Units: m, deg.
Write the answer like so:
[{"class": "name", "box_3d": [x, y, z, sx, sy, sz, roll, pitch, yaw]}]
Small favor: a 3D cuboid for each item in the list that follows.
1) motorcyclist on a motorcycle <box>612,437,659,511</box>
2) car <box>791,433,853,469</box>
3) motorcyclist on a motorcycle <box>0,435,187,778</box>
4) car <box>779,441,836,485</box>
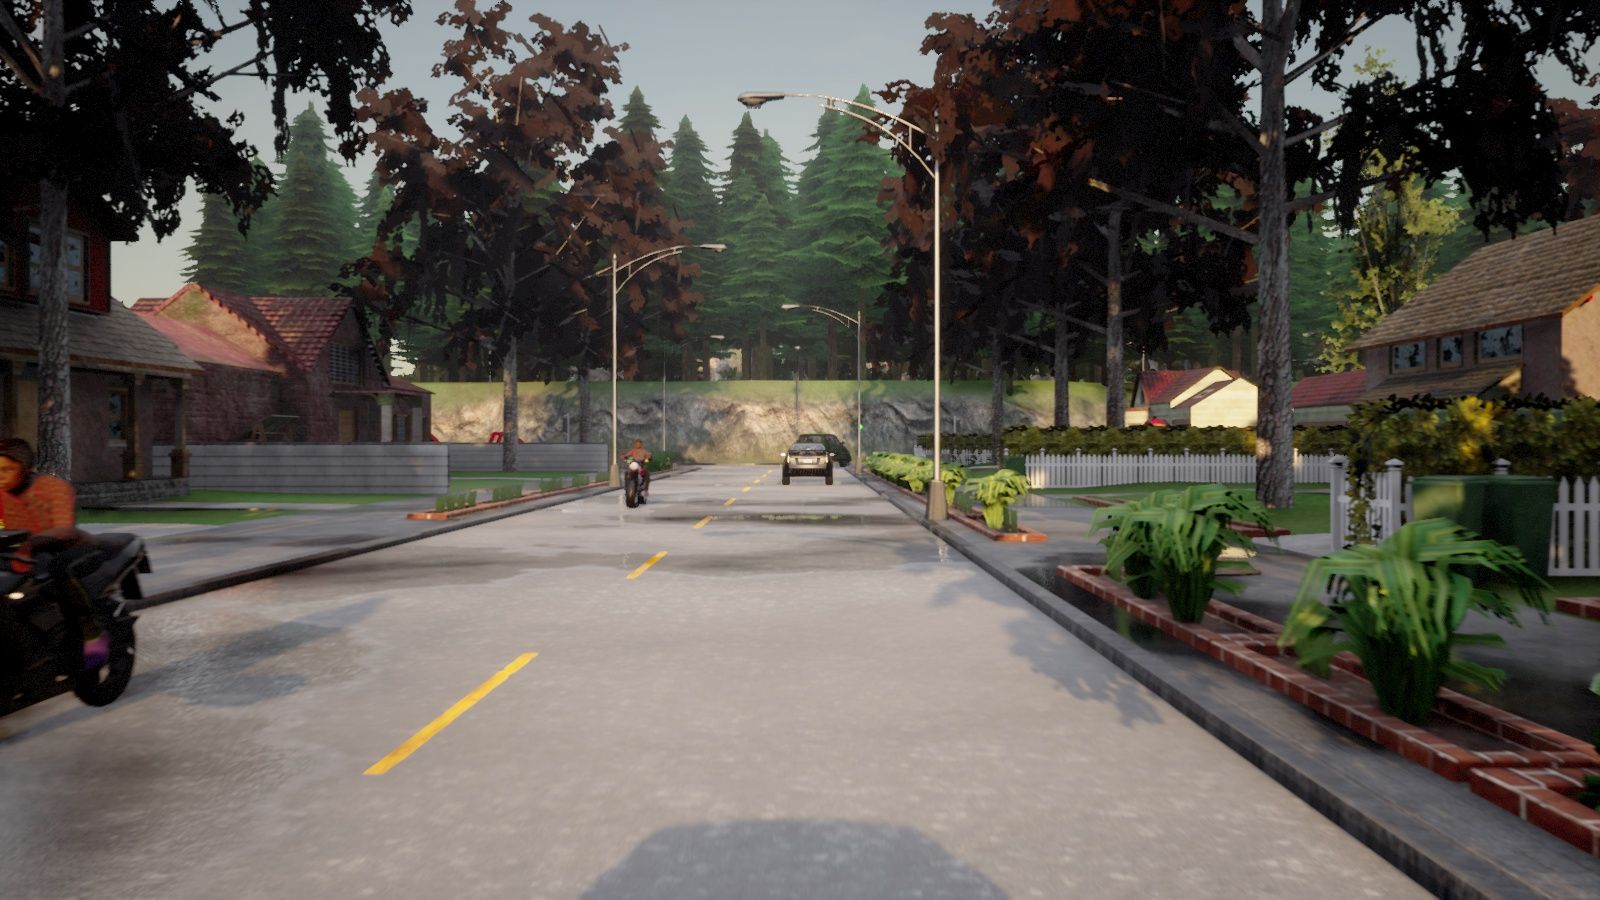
[{"class": "motorcyclist on a motorcycle", "box_3d": [-3.818, 0.529, 29.274, 0.766, 1.649, 2.350, 0, 0, 0]}, {"class": "car", "box_3d": [1.374, 0.041, 75.467, 2.150, 2.045, 5.566, 0, 0, 18]}, {"class": "motorcyclist on a motorcycle", "box_3d": [-3.949, 0.690, 6.243, 0.797, 1.523, 2.044, 0, 0, 0]}, {"class": "car", "box_3d": [0.278, 0.433, 46.206, 2.007, 1.525, 4.514, 0, 0, 0]}]
